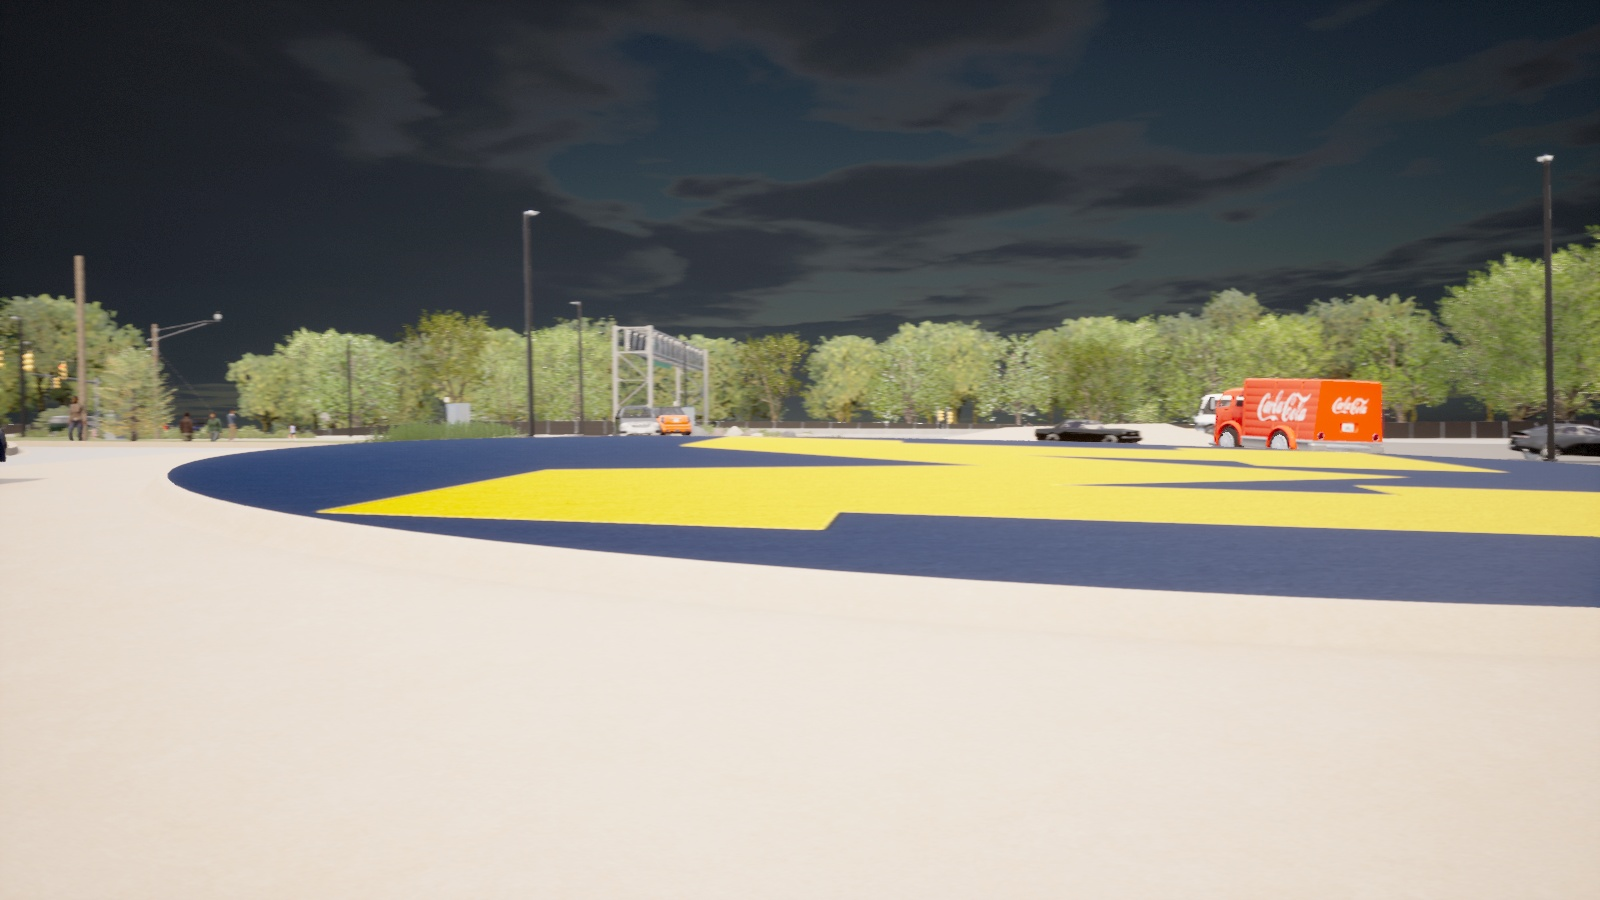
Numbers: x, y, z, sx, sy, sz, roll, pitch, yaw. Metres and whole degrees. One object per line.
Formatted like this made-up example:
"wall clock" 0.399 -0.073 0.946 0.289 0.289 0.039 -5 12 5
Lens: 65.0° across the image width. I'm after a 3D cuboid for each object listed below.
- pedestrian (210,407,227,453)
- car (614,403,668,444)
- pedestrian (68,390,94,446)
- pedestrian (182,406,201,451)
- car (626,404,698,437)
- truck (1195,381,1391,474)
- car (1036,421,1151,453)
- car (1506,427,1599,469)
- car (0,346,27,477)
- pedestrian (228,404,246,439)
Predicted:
"pedestrian" -23.608 -0.821 50.970 0.353 1.847 0.614 -1 1 2
"car" -6.677 -1.126 52.373 1.851 1.617 3.988 -1 2 -13
"pedestrian" -23.342 -1.031 40.768 0.328 1.805 0.869 -1 1 -3
"pedestrian" -24.986 -0.867 51.599 0.431 1.840 0.703 -1 1 -4
"car" -7.612 -1.602 68.792 2.097 1.767 4.553 -1 2 -33
"truck" 14.431 -0.753 37.202 2.627 2.467 5.204 2 3 -16
"car" 13.330 -0.608 57.181 4.718 1.301 1.895 3 2 42
"car" 30.976 -0.068 49.571 4.902 1.511 2.128 2 2 9
"car" -11.014 -0.402 14.076 1.851 1.617 3.988 0 3 8
"pedestrian" -31.657 -1.595 70.637 0.788 1.949 0.423 -1 1 3
